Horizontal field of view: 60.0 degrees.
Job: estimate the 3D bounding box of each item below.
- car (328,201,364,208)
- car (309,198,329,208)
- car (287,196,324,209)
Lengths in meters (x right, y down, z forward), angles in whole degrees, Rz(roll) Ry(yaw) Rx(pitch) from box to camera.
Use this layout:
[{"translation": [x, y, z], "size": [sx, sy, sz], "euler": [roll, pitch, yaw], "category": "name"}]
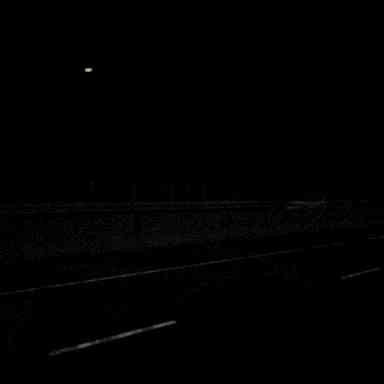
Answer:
[{"translation": [15.613, 1.792, 32.306], "size": [4.181, 1.385, 1.994], "euler": [1, 0, -35], "category": "car"}, {"translation": [15.432, 1.752, 36.471], "size": [4.892, 1.490, 1.837], "euler": [1, -1, -35], "category": "car"}, {"translation": [13.679, 1.472, 39.516], "size": [5.566, 2.045, 2.150], "euler": [1, -1, -35], "category": "car"}]
